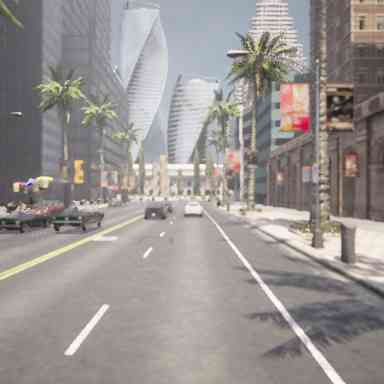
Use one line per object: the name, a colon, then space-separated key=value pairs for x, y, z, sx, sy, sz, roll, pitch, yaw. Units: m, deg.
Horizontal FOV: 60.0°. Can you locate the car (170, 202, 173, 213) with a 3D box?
car: x=-3.431 y=1.851 z=42.676 sx=1.812 sy=1.442 sz=4.674 roll=0 pitch=0 yaw=-1

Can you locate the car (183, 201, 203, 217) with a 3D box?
car: x=0.127 y=1.798 z=34.772 sx=1.812 sy=1.442 sz=4.674 roll=0 pitch=0 yaw=0

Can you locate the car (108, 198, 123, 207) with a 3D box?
car: x=-13.758 y=1.920 z=60.232 sx=2.231 sy=1.521 sz=4.892 roll=0 pitch=0 yaw=0

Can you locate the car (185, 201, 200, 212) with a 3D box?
car: x=0.048 y=1.915 z=44.882 sx=1.994 sy=1.385 sz=4.181 roll=0 pitch=0 yaw=0

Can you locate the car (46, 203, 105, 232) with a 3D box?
car: x=-6.924 y=1.548 z=20.627 sx=1.895 sy=1.301 sz=4.718 roll=0 pitch=0 yaw=0

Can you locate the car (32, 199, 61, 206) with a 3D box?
car: x=-13.534 y=1.566 z=30.860 sx=2.185 sy=1.767 sz=4.553 roll=0 pitch=0 yaw=0

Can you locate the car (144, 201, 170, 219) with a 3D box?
car: x=-3.351 y=1.744 z=31.336 sx=1.837 sy=1.490 sz=4.892 roll=0 pitch=0 yaw=0

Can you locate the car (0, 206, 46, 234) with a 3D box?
car: x=-10.424 y=1.793 z=20.654 sx=1.895 sy=1.301 sz=4.718 roll=0 pitch=0 yaw=0
